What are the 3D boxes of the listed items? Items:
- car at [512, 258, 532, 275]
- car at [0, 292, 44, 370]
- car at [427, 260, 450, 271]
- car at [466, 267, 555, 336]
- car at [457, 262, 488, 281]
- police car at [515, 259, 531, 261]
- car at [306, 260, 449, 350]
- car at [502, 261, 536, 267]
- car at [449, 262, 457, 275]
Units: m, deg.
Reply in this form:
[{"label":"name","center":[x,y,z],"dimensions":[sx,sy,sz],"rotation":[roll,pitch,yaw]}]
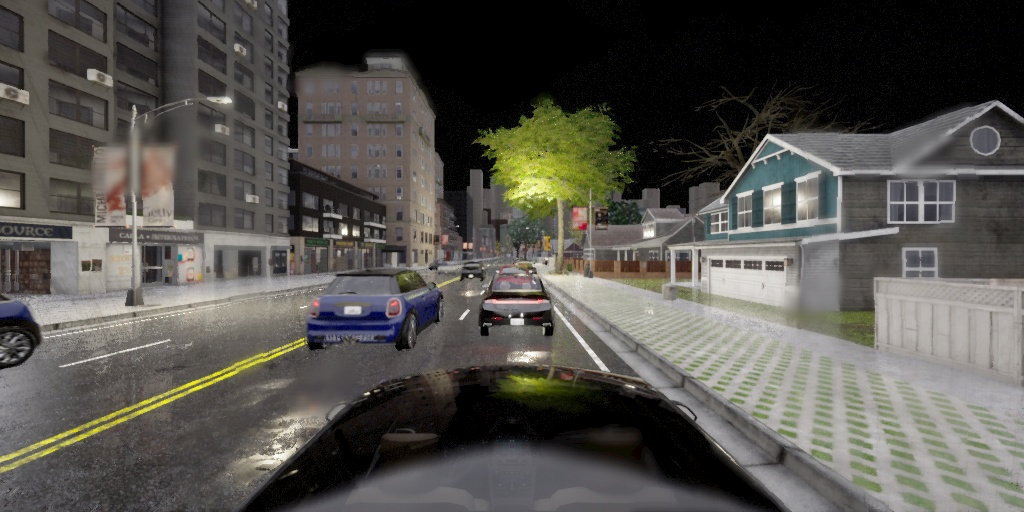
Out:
[{"label":"car","center":[1.020,1.068,39.450],"dimensions":[2.097,1.767,4.553],"rotation":[0,0,0]},{"label":"car","center":[-9.846,1.102,4.681],"dimensions":[2.097,1.767,4.553],"rotation":[0,0,0]},{"label":"car","center":[-9.803,1.252,48.153],"dimensions":[2.033,1.411,5.357],"rotation":[0,0,0]},{"label":"car","center":[0.113,1.239,10.357],"dimensions":[2.128,1.511,4.902],"rotation":[0,0,0]},{"label":"car","center":[-3.115,1.237,29.799],"dimensions":[1.837,1.490,4.892],"rotation":[0,1,0]},{"label":"police car","center":[1.009,1.155,29.590],"dimensions":[1.930,1.638,5.238],"rotation":[0,0,0]},{"label":"car","center":[-3.139,1.099,9.194],"dimensions":[2.097,1.767,4.553],"rotation":[0,0,0]},{"label":"car","center":[0.122,1.219,19.860],"dimensions":[1.882,1.535,5.008],"rotation":[0,0,0]},{"label":"car","center":[-6.556,1.320,37.974],"dimensions":[1.895,1.301,4.718],"rotation":[0,0,0]}]
